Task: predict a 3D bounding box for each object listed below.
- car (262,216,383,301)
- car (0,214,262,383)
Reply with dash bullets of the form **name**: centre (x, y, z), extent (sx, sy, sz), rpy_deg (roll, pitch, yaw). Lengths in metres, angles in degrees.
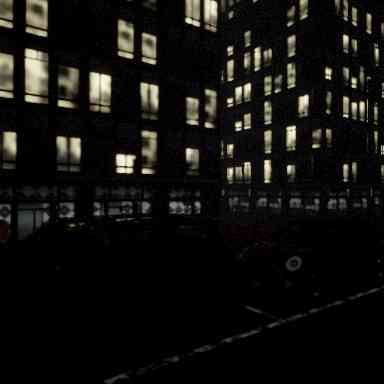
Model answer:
- **car**: centre (2.984, 1.442, 8.240), extent (4.097, 1.590, 1.967), rpy_deg (0, 0, -36)
- **car**: centre (-1.537, 1.315, 5.006), extent (5.009, 1.841, 2.192), rpy_deg (0, 0, -36)
